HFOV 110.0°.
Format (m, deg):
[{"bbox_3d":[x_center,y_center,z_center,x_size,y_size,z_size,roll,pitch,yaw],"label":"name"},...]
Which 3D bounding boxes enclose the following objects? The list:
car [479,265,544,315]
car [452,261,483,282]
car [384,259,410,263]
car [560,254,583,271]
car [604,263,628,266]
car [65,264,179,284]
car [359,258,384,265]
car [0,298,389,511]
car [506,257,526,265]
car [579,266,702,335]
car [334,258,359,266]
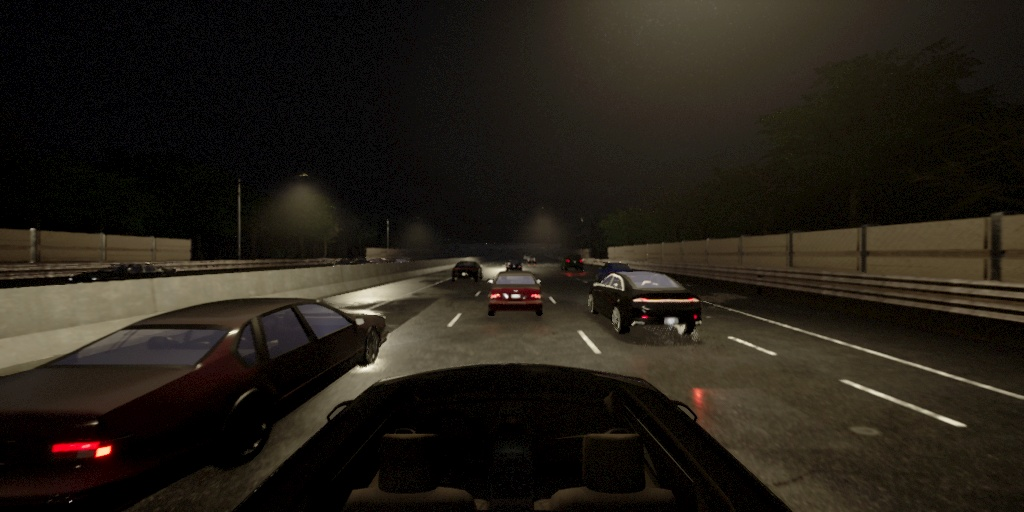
[{"bbox_3d":[0.114,1.236,13.242,2.033,1.411,5.357,0,0,0],"label":"car"},{"bbox_3d":[-3.339,1.103,27.391,1.882,1.535,5.008,0,0,0],"label":"car"},{"bbox_3d":[-13.902,1.108,45.399,2.033,1.411,5.357,0,0,1],"label":"car"},{"bbox_3d":[7.268,0.787,44.000,2.150,2.045,5.566,0,0,0],"label":"car"},{"bbox_3d":[7.024,1.163,24.455,1.812,1.442,4.674,0,0,2],"label":"car"},{"bbox_3d":[-24.459,1.190,22.916,2.033,1.411,5.357,0,0,-1],"label":"car"},{"bbox_3d":[-17.391,1.122,45.908,1.994,1.385,4.181,0,0,1],"label":"car"},{"bbox_3d":[-3.399,1.280,4.785,2.033,1.411,5.357,0,0,0],"label":"car"},{"bbox_3d":[0.242,1.125,40.644,2.033,1.411,5.357,0,0,1],"label":"car"},{"bbox_3d":[3.506,1.195,10.303,2.128,1.511,4.902,0,0,0],"label":"car"},{"bbox_3d":[-20.891,1.065,45.759,1.837,1.490,4.892,0,0,1],"label":"car"}]
